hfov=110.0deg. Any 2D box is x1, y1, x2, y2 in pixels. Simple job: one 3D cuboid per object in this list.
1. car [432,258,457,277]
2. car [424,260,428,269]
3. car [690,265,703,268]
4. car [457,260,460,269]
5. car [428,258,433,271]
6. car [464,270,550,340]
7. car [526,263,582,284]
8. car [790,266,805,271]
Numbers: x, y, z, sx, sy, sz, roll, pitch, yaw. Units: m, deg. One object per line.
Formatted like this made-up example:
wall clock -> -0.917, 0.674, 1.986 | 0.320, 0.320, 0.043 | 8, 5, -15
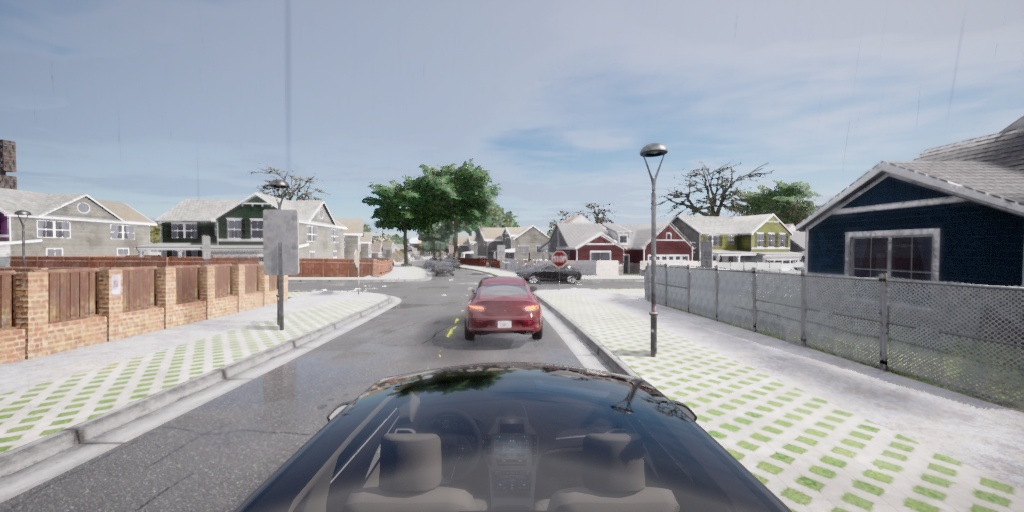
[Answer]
car -> -6.994, 1.268, 36.818 | 1.837, 1.490, 4.892 | 0, 0, -13
car -> -13.023, 1.320, 57.469 | 2.033, 1.411, 5.357 | 0, 0, -19
car -> 15.181, 1.474, 29.545 | 4.181, 1.385, 1.994 | 1, 1, -15
car -> -9.252, 1.241, 55.474 | 2.128, 1.511, 4.902 | 0, 0, -19
car -> -9.462, 1.272, 46.450 | 1.837, 1.490, 4.892 | 0, 0, -16
car -> -0.254, 1.274, 9.831 | 1.812, 1.442, 4.674 | 0, 0, -2
car -> 2.742, 1.285, 26.469 | 4.892, 1.490, 1.837 | 1, 1, -13
car -> 27.621, 1.598, 33.287 | 4.181, 1.385, 1.994 | 1, 1, -18
